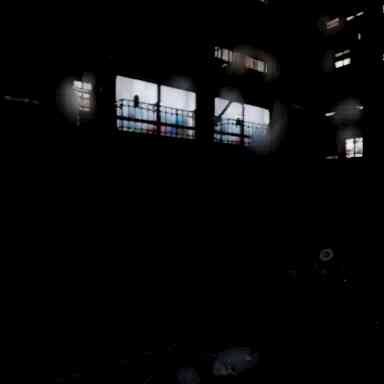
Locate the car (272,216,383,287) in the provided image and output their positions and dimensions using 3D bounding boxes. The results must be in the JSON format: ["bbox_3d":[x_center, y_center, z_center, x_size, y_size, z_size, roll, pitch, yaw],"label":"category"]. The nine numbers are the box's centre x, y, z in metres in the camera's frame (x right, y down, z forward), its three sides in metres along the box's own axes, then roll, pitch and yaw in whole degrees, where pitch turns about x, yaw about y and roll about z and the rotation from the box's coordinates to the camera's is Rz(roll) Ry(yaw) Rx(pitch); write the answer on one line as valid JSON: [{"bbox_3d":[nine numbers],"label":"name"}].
[{"bbox_3d":[4.160,1.523,9.510,4.097,1.590,1.967,1,0,-35],"label":"car"}]
